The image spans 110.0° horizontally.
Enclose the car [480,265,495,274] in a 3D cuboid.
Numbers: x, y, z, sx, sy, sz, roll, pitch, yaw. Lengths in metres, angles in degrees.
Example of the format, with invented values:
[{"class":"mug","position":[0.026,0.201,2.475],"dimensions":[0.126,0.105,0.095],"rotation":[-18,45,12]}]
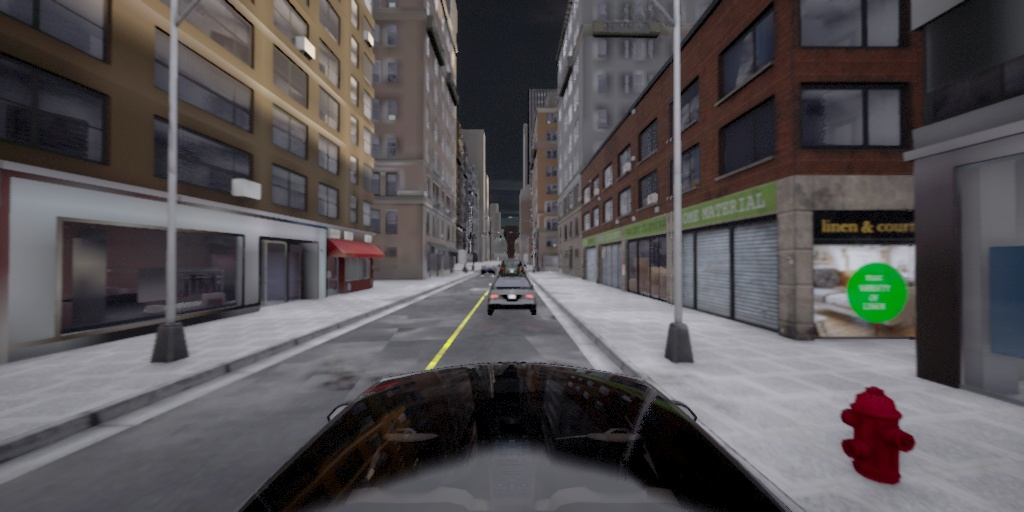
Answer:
[{"class":"car","position":[-3.031,1.812,46.656],"dimensions":[1.895,1.301,4.718],"rotation":[0,-1,0]}]

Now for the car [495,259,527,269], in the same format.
[{"class":"car","position":[0.003,1.258,29.412],"dimensions":[2.150,2.045,5.566],"rotation":[0,0,0]}]

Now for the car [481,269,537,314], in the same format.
[{"class":"car","position":[0.009,1.427,14.384],"dimensions":[2.033,1.411,5.357],"rotation":[0,-1,0]}]
